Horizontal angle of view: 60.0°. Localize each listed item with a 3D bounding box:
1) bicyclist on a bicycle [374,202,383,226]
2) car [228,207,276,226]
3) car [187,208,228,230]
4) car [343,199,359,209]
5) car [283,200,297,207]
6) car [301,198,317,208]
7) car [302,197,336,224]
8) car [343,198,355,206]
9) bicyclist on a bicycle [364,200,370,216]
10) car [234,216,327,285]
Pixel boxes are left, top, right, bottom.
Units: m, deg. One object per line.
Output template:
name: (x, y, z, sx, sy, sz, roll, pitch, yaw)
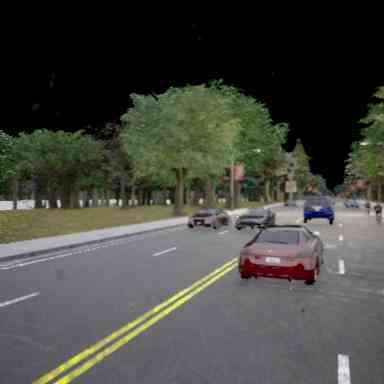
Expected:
bicyclist on a bicycle: (13.325, 1.563, 23.732, 0.582, 1.620, 1.656, -1, -1, 24)
car: (4.352, 1.737, 21.978, 2.033, 1.411, 5.357, -1, -1, 24)
car: (1.242, 1.798, 22.975, 1.994, 1.385, 4.181, -1, -1, 24)
car: (25.346, 1.867, 52.754, 2.033, 1.411, 5.357, -1, -1, 24)
car: (17.703, 2.050, 59.908, 1.994, 1.385, 4.181, -1, -1, 24)
car: (20.659, 1.933, 58.571, 2.128, 1.511, 4.902, -1, -1, 24)
car: (10.282, 1.399, 26.846, 2.150, 2.045, 5.566, -1, -1, 24)
car: (31.499, 1.987, 66.868, 1.994, 1.385, 4.181, -1, -1, 24)
bicyclist on a bicycle: (17.552, 1.623, 33.255, 0.582, 1.620, 1.656, -1, -1, 24)
car: (2.787, 1.642, 9.948, 1.994, 1.385, 4.181, -1, -1, 24)
